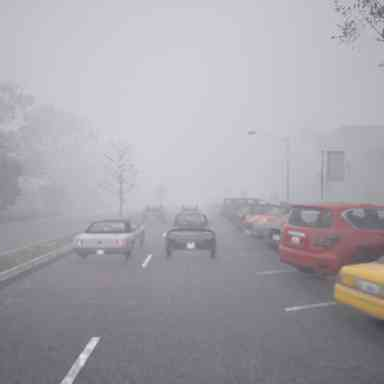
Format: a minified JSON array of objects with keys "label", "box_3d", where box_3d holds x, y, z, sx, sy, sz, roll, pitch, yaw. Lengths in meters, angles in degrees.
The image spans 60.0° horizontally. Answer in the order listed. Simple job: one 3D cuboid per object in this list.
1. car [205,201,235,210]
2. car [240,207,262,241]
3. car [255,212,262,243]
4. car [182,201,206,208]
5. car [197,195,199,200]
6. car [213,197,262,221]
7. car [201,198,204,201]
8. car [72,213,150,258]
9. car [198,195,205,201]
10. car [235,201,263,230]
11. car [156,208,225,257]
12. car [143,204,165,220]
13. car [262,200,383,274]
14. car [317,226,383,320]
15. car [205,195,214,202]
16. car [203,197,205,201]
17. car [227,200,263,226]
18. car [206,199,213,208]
[{"label":"car","box_3d":[4.754,2.283,57.149,4.674,1.452,2.002,1,0,-20]},{"label":"car","box_3d":[5.016,1.633,15.143,4.892,1.521,2.231,1,0,-20]},{"label":"car","box_3d":[5.052,1.631,12.159,4.792,1.488,2.163,1,-1,-20]},{"label":"car","box_3d":[-0.127,1.796,28.554,2.128,1.511,4.902,0,-1,0]},{"label":"car","box_3d":[4.638,2.132,72.155,5.566,2.045,2.435,1,0,-20]},{"label":"car","box_3d":[4.962,1.519,27.167,5.566,2.045,2.435,1,-1,-20]},{"label":"car","box_3d":[4.759,2.307,60.174,4.792,1.488,2.163,1,-1,-20]},{"label":"car","box_3d":[-3.036,1.727,13.244,1.895,1.301,4.718,0,-1,0]},{"label":"car","box_3d":[4.744,2.061,63.175,5.566,2.045,2.435,1,-1,-20]},{"label":"car","box_3d":[5.023,1.538,18.154,4.553,1.767,2.185,1,0,-20]},{"label":"car","box_3d":[-0.035,1.621,13.532,2.128,1.511,4.902,0,0,0]},{"label":"car","box_3d":[-3.127,1.796,28.535,2.128,1.511,4.902,0,-1,0]},{"label":"car","box_3d":[5.072,1.323,9.158,5.566,2.045,2.435,1,-1,-20]},{"label":"car","box_3d":[5.232,1.546,6.207,5.366,1.575,1.946,1,-1,-20]},{"label":"car","box_3d":[4.841,1.697,39.135,5.566,2.045,2.435,1,-1,-20]},{"label":"car","box_3d":[4.802,2.072,54.163,4.553,1.767,2.185,1,-1,-20]},{"label":"car","box_3d":[4.942,1.569,21.139,4.553,1.767,2.185,1,-1,-20]},{"label":"car","box_3d":[4.706,1.893,36.079,5.366,1.575,1.946,1,-1,-20]}]
